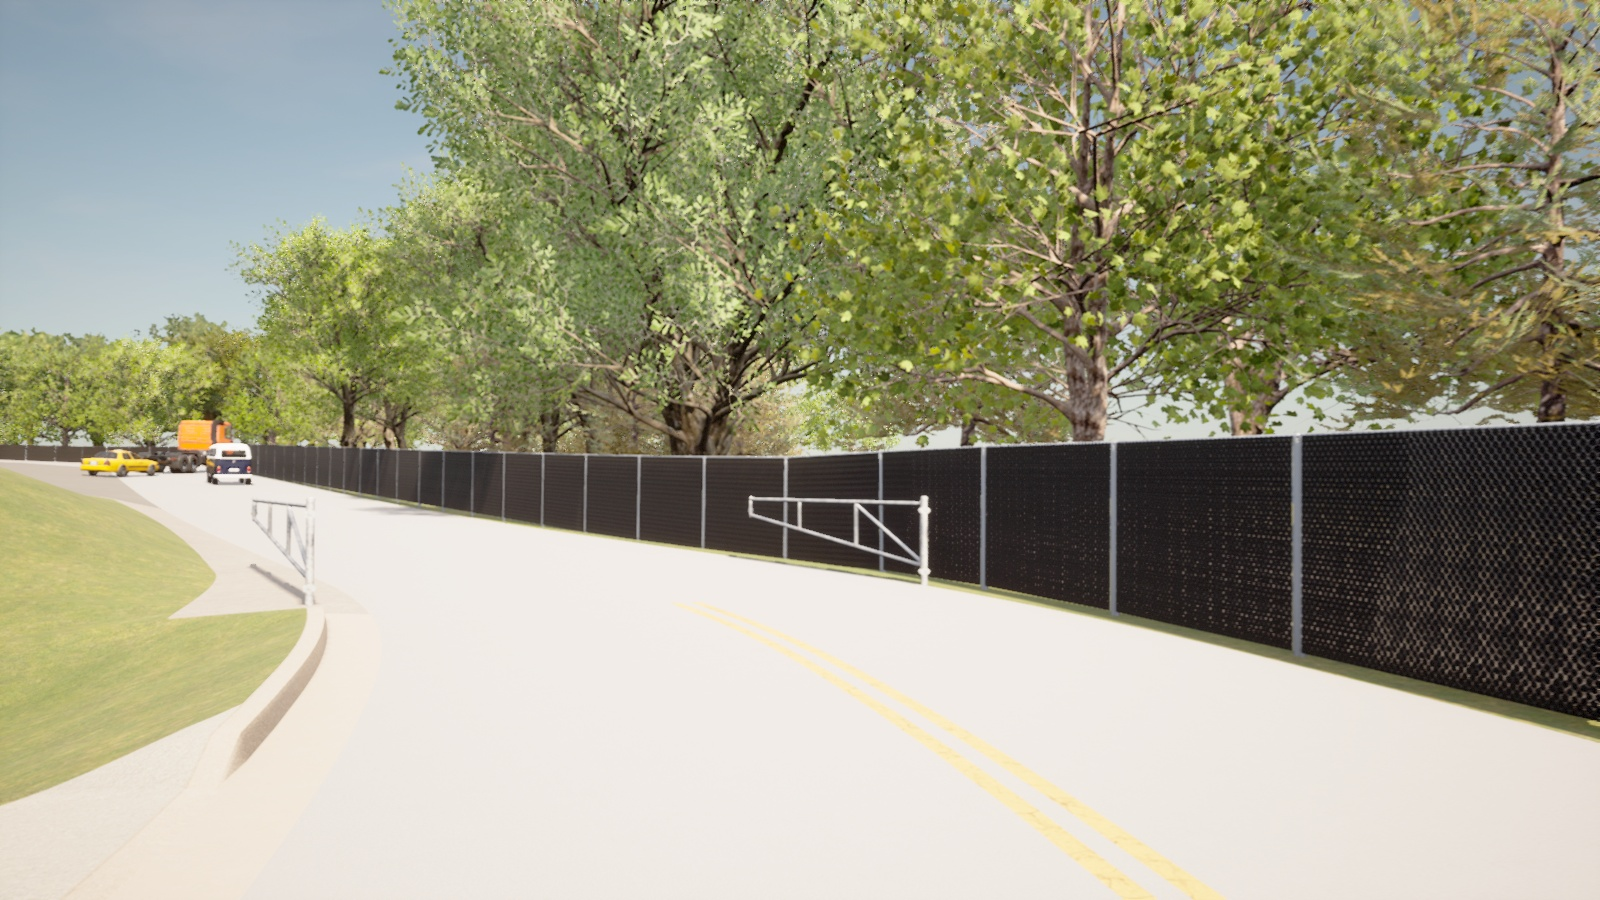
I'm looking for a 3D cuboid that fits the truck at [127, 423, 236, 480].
[{"bbox_3d":[-39.580,0.056,80.709,2.891,3.462,7.936,1,0,1],"label":"truck"}]

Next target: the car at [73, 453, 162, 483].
[{"bbox_3d":[-38.086,0.996,70.213,1.801,1.575,5.366,1,0,3],"label":"car"}]

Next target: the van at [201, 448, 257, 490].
[{"bbox_3d":[-28.754,0.922,63.144,2.069,2.038,4.480,1,0,-31],"label":"van"}]
